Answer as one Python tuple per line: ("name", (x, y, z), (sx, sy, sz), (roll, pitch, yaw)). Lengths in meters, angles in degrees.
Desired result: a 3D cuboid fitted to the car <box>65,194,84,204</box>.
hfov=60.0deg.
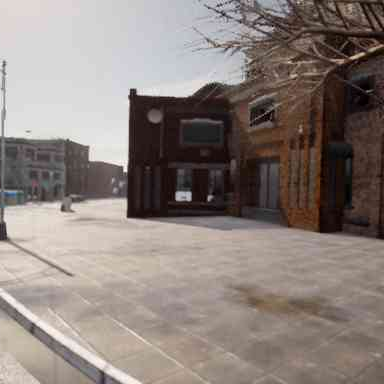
("car", (-19.646, 1.115, 55.554), (1.882, 1.535, 5.008), (2, 0, 3))
